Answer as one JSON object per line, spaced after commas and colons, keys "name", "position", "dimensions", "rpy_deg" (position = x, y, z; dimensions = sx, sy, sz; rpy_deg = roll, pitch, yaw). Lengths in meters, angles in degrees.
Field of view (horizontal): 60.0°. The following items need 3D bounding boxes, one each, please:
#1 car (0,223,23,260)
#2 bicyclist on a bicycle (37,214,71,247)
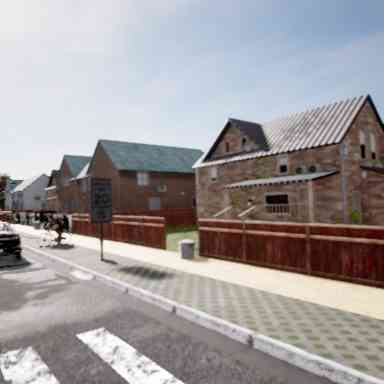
{"name": "car", "position": [-8.705, 2.084, 14.321], "dimensions": [2.128, 1.511, 4.902], "rpy_deg": [0, -2, -39]}
{"name": "bicyclist on a bicycle", "position": [-6.924, 1.924, 16.769], "dimensions": [1.656, 1.620, 0.582], "rpy_deg": [0, -2, -39]}
